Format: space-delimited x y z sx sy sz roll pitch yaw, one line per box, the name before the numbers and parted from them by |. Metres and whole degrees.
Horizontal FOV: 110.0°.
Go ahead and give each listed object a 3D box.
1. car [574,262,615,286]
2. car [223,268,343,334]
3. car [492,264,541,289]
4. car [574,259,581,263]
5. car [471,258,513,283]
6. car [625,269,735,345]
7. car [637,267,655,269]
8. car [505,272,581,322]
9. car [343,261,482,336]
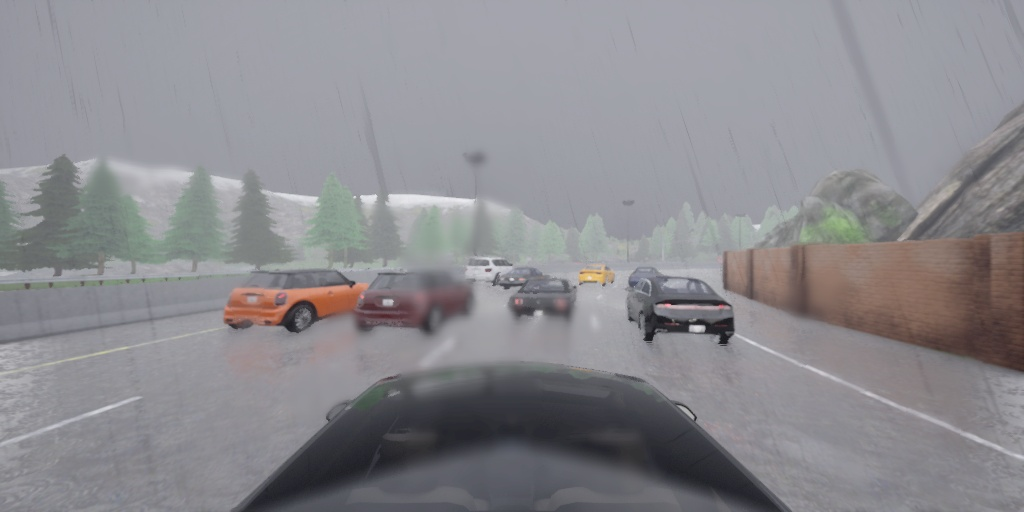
car | 6.505 1.385 27.168 1.882 1.535 5.008 0 0 26
car | -6.125 1.162 11.206 2.097 1.767 4.553 0 0 13
car | 0.933 1.433 23.445 2.033 1.411 5.357 0 0 23
car | 13.494 1.690 62.477 4.181 1.385 1.994 0 0 -38
car | -1.348 1.131 26.989 2.150 2.045 5.566 0 0 24
car | 4.260 1.292 9.742 2.128 1.511 4.902 0 0 11
car | 9.446 1.459 25.233 1.994 1.385 4.181 0 0 26
car | 1.310 1.419 12.644 1.895 1.301 4.718 0 0 13
car | -2.625 1.160 10.855 2.097 1.767 4.553 0 0 11
